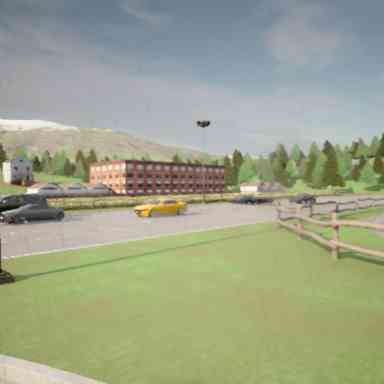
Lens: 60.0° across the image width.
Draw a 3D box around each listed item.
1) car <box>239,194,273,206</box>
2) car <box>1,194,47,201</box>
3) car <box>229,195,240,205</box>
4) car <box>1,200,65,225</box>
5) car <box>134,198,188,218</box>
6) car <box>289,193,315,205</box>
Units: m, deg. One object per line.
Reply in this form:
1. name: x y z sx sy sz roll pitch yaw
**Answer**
1. car: 8.843 1.127 44.382 4.718 1.301 1.895 -1 1 -45
2. car: -14.127 1.210 26.163 2.150 2.045 5.566 0 1 45
3. car: 7.591 1.063 48.073 5.357 1.411 2.033 -1 1 -45
4. car: -11.416 1.532 23.923 1.994 1.385 4.181 0 1 45
5. car: -2.559 1.291 27.921 1.882 1.535 5.008 0 1 45
6. car: 15.162 0.905 45.716 5.008 1.535 1.882 -1 0 -45
